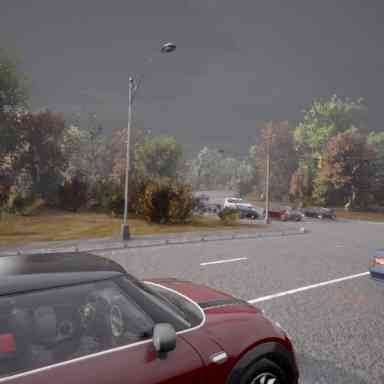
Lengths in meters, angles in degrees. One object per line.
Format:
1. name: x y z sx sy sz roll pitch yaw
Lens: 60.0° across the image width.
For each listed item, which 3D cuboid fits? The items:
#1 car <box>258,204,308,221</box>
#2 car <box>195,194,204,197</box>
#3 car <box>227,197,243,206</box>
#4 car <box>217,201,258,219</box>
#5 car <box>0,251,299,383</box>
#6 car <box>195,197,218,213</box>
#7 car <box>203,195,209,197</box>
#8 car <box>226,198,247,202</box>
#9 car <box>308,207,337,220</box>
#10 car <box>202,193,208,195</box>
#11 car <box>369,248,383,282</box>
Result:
1. car: 9.605 2.113 35.467 2.097 1.767 4.553 3 -1 -24
2. car: 0.582 1.440 67.068 1.895 1.301 4.718 2 2 -8
3. car: 8.272 1.853 64.449 1.994 1.385 4.181 2 2 -10
4. car: 5.233 2.138 36.609 2.033 1.411 5.357 3 -1 -23
5. car: -1.121 1.354 2.946 4.553 1.767 2.097 0 0 -36
6. car: 1.914 1.955 45.764 1.837 1.490 4.892 3 1 -17
7. car: 3.246 1.867 53.812 1.882 1.535 5.008 2 1 -14
8. car: 6.175 1.881 44.070 2.150 2.045 5.566 3 0 -19
9. car: 15.179 2.563 40.207 1.837 1.490 4.892 2 0 -22
10. car: 3.015 1.063 78.433 2.128 1.511 4.902 2 2 -1
11. car: 6.634 1.666 8.499 5.357 1.411 2.033 2 -1 -36
